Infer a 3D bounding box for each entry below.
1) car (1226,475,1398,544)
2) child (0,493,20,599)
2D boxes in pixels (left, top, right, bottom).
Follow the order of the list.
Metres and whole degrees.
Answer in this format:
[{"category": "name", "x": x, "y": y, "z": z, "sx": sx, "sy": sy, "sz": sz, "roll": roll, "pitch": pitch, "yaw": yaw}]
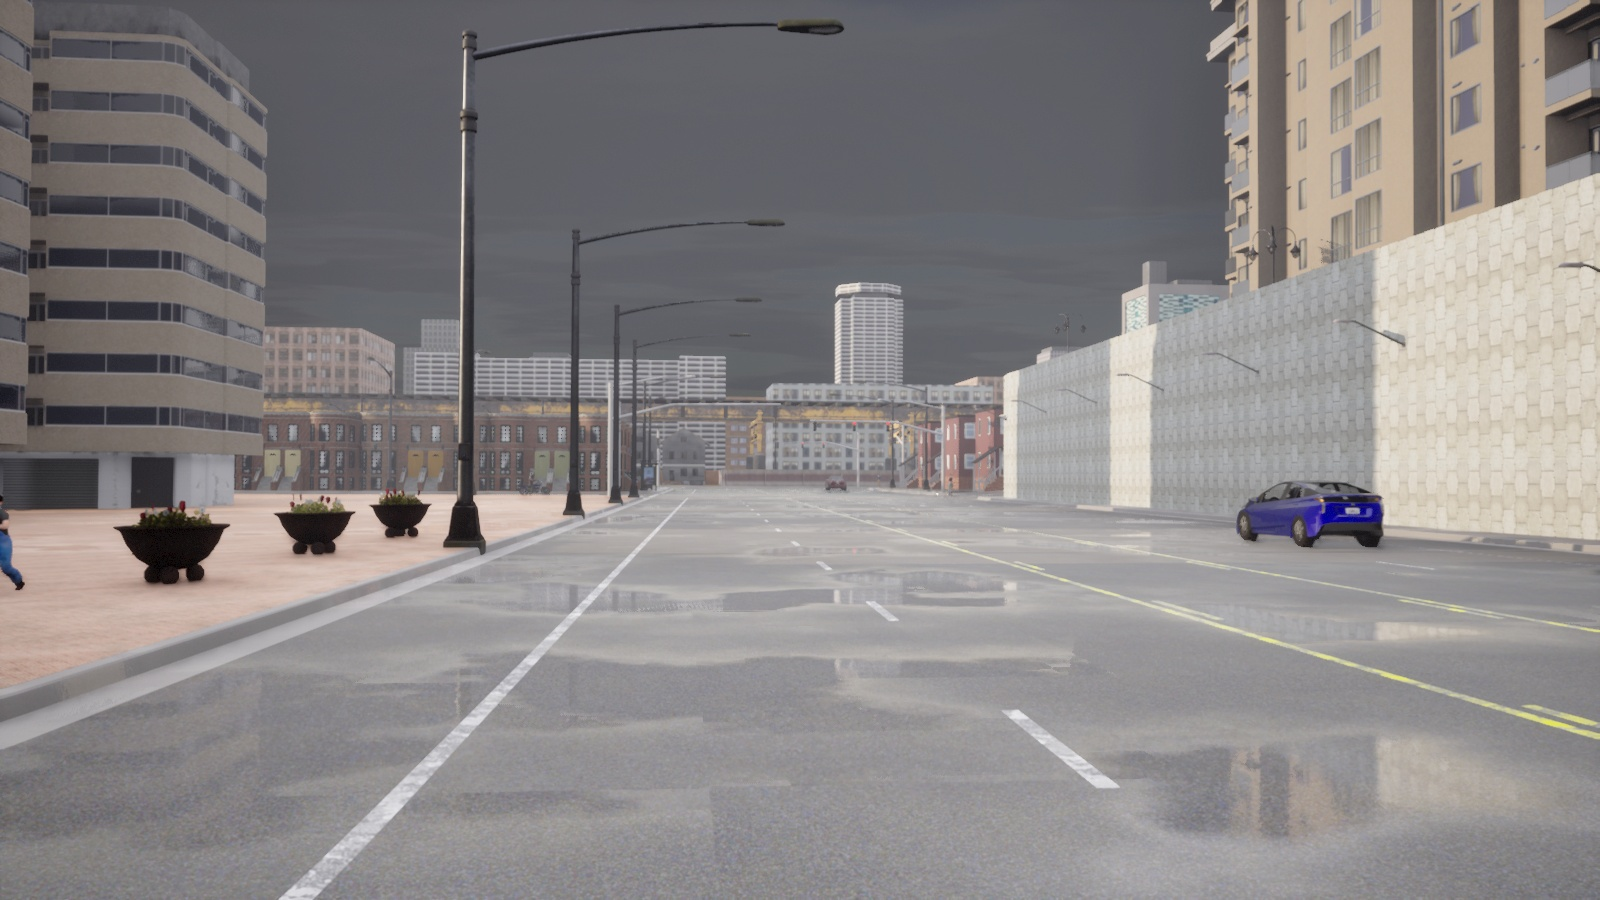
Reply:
[{"category": "car", "x": 12.123, "y": 1.369, "z": 30.089, "sx": 2.007, "sy": 1.525, "sz": 4.514, "roll": 0, "pitch": -1, "yaw": -4}, {"category": "child", "x": -9.693, "y": 1.151, "z": 15.167, "sx": 0.270, "sy": 1.263, "sz": 0.437, "roll": 0, "pitch": -1, "yaw": -3}]
